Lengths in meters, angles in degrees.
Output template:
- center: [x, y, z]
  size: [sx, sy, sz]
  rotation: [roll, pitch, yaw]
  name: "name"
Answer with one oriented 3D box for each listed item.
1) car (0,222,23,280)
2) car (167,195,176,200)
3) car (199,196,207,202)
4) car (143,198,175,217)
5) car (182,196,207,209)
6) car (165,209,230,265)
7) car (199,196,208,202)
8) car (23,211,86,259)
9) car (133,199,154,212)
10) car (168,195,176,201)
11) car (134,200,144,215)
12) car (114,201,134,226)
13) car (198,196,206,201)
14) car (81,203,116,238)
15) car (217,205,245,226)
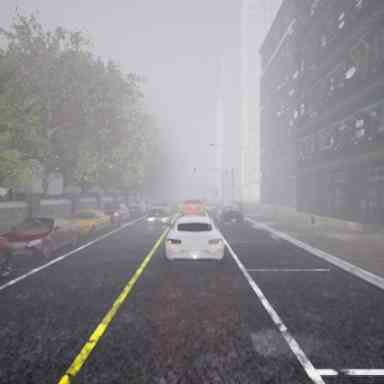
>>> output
- center: [-5.687, 1.451, 7.061]
  size: [1.967, 1.590, 4.097]
  rotation: [0, 0, 0]
  name: "car"
- center: [-5.689, 1.762, 83.843]
  size: [1.802, 1.307, 4.206]
  rotation: [0, 0, 0]
  name: "car"
- center: [2.692, 1.747, 83.844]
  size: [1.947, 1.339, 4.313]
  rotation: [0, 0, 0]
  name: "car"
- center: [-3.096, 1.603, 32.244]
  size: [2.033, 1.411, 5.357]
  rotation: [0, 0, 0]
  name: "car"
- center: [0.095, 1.408, 32.201]
  size: [2.097, 1.767, 4.553]
  rotation: [0, 0, 0]
  name: "car"
- center: [0.087, 1.544, 11.574]
  size: [1.812, 1.442, 4.674]
  rotation: [0, 0, 0]
  name: "car"
- center: [2.692, 1.731, 78.211]
  size: [1.947, 1.339, 4.313]
  rotation: [0, 0, 0]
  name: "car"
- center: [-5.688, 1.602, 12.599]
  size: [1.802, 1.307, 4.206]
  rotation: [0, 0, 0]
  name: "car"
- center: [-5.817, 1.616, 40.293]
  size: [1.887, 1.381, 4.507]
  rotation: [0, 0, 0]
  name: "car"
- center: [-5.688, 1.654, 95.109]
  size: [1.967, 1.590, 4.097]
  rotation: [0, 0, 0]
  name: "car"
- center: [-5.766, 1.611, 34.753]
  size: [2.008, 1.369, 4.403]
  rotation: [0, 0, 0]
  name: "car"
- center: [-5.688, 1.480, 23.677]
  size: [1.967, 1.590, 4.097]
  rotation: [0, 0, 0]
  name: "car"
- center: [2.692, 1.764, 89.476]
  size: [1.947, 1.339, 4.313]
  rotation: [0, 0, 0]
  name: "car"
- center: [-5.688, 1.555, 17.968]
  size: [1.752, 1.417, 4.829]
  rotation: [0, 0, 0]
  name: "car"
- center: [2.692, 1.591, 23.679]
  size: [2.008, 1.369, 4.403]
  rotation: [0, 0, 0]
  name: "car"
